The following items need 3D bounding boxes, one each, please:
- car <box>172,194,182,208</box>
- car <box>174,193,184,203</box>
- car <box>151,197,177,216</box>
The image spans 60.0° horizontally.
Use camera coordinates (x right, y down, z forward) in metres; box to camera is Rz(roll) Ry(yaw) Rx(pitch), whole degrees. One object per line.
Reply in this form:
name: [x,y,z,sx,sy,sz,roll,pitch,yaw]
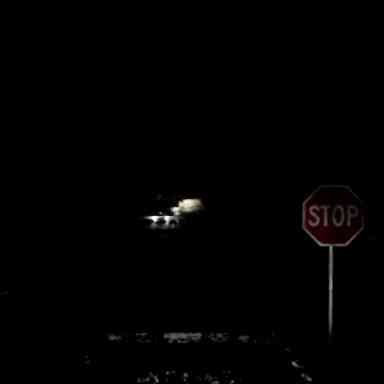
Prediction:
car: [-2.859,1.466,48.118,1.812,1.442,4.674,0,0,0]
car: [-2.778,1.122,65.667,2.150,2.045,5.566,0,0,0]
car: [-2.862,1.514,32.802,2.033,1.411,5.357,0,0,0]
